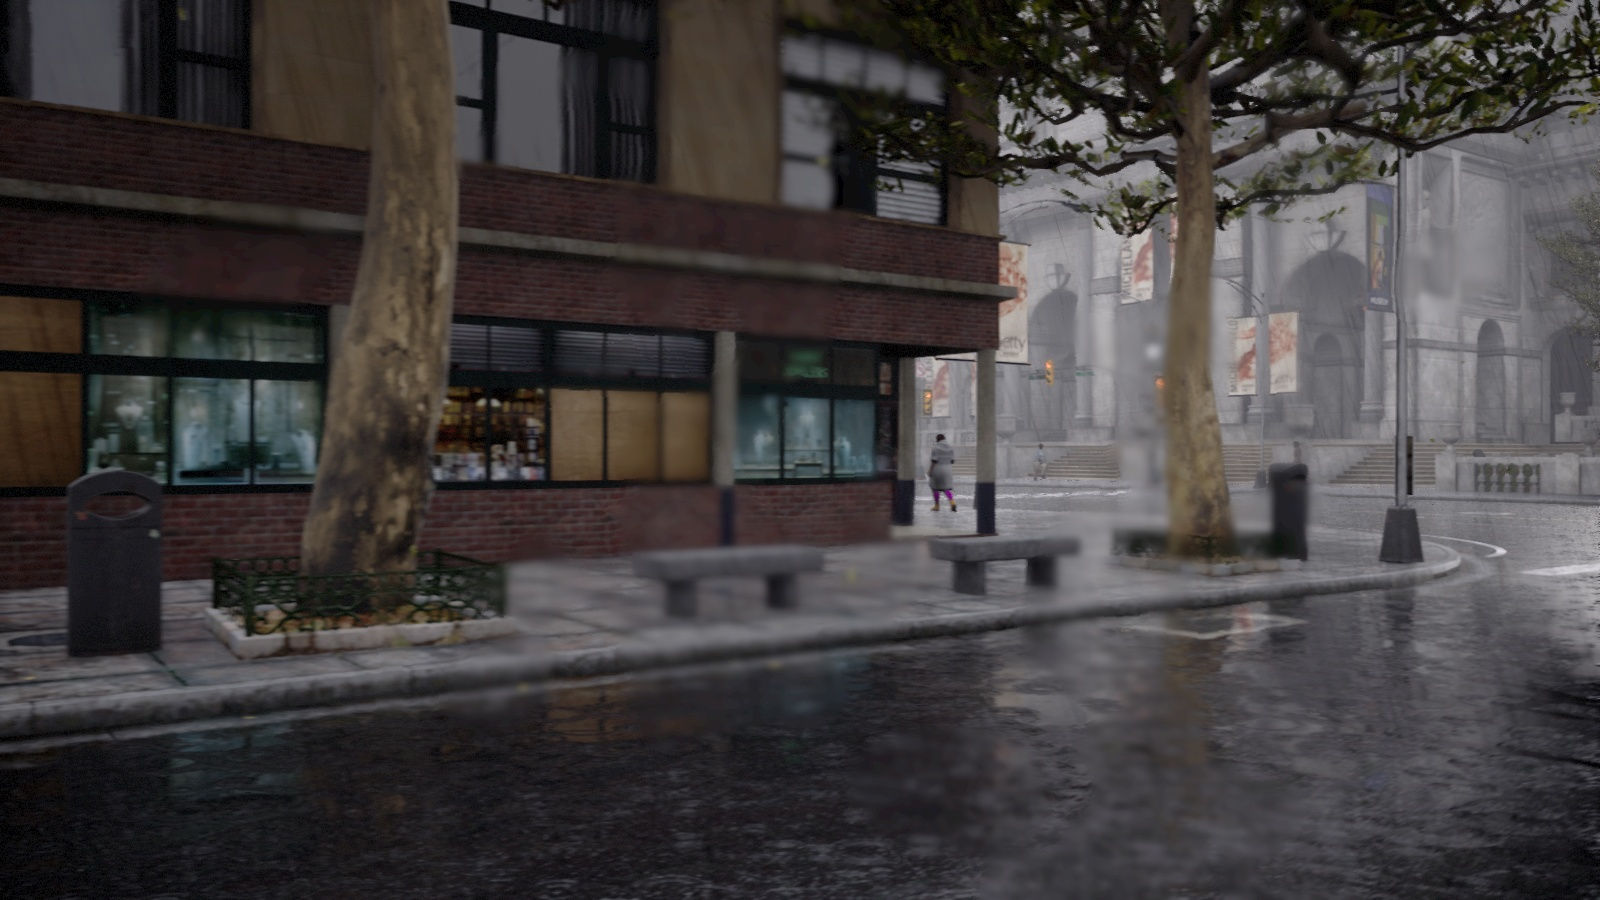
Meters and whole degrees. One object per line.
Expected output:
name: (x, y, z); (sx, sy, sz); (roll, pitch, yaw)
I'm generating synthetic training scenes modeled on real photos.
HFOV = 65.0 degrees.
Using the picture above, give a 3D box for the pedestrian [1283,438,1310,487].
pedestrian: (18.488, 0.477, 46.746); (0.328, 1.805, 0.869); (0, 0, -44)

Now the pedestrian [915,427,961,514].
pedestrian: (3.183, 0.466, 28.944); (0.659, 1.952, 0.873); (0, 0, -29)

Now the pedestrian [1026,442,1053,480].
pedestrian: (11.603, 0.526, 60.797); (0.874, 1.855, 0.900); (0, 0, -32)
